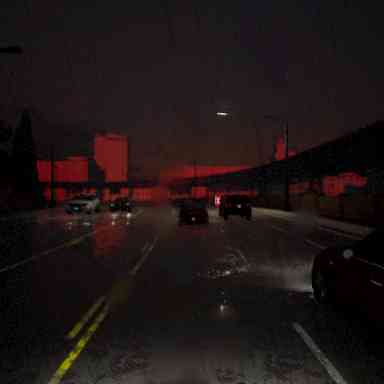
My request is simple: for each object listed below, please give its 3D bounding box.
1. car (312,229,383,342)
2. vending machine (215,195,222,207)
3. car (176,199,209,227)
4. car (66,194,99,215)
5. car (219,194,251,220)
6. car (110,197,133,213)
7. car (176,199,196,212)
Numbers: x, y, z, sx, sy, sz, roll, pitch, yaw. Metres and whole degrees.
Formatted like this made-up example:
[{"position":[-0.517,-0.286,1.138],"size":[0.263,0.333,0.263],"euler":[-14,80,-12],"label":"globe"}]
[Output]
[{"position":[3.599,1.348,5.241],"size":[2.097,1.767,4.553],"euler":[0,0,0],"label":"car"},{"position":[4.777,1.583,60.322],"size":[1.100,2.100,0.880],"euler":[1,-1,-16],"label":"vending machine"},{"position":[0.092,1.460,22.570],"size":[1.882,1.535,5.008],"euler":[0,0,0],"label":"car"},{"position":[-10.859,1.183,33.485],"size":[2.150,2.045,5.566],"euler":[0,0,-4],"label":"car"},{"position":[3.549,1.201,28.113],"size":[2.150,2.045,5.566],"euler":[0,0,-1],"label":"car"},{"position":[-7.636,1.319,36.530],"size":[2.097,1.767,4.553],"euler":[0,0,-5],"label":"car"},{"position":[-0.746,1.555,39.837],"size":[1.994,1.385,4.181],"euler":[0,0,-6],"label":"car"}]
